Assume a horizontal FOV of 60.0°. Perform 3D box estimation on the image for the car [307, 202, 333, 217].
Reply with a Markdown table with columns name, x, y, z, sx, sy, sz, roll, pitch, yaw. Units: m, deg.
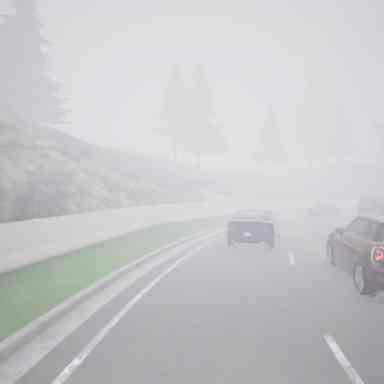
| name | x | y | z | sx | sy | sz | roll | pitch | yaw |
| --- | --- | --- | --- | --- | --- | --- | --- | --- | --- |
| car | 12.372 | 1.597 | 31.048 | 1.994 | 1.385 | 4.181 | 0 | 0 | 41 |

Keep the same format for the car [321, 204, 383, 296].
| name | x | y | z | sx | sy | sz | roll | pitch | yaw |
| --- | --- | --- | --- | --- | --- | --- | --- | --- | --- |
| car | 4.986 | 1.373 | 8.649 | 2.097 | 1.767 | 4.553 | 1 | 0 | 11 |

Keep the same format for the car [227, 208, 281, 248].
| name | x | y | z | sx | sy | sz | roll | pitch | yaw |
| --- | --- | --- | --- | --- | --- | --- | --- | --- | --- |
| car | 2.905 | 1.470 | 15.078 | 1.882 | 1.535 | 5.008 | 0 | 0 | 18 |

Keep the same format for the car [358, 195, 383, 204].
| name | x | y | z | sx | sy | sz | roll | pitch | yaw |
| --- | --- | --- | --- | --- | --- | --- | --- | --- | --- |
| car | 17.193 | 1.292 | 30.817 | 5.566 | 2.045 | 2.150 | 0 | 0 | -45 |
